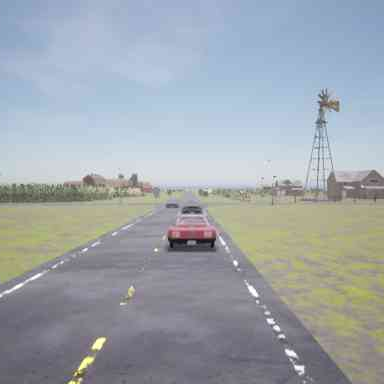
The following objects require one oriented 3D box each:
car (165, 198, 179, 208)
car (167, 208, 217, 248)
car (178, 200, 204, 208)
[{"bbox_3d":[-2.750,1.558,47.655,2.033,1.411,5.357,0,0,0],"label":"car"},{"bbox_3d":[0.000,1.607,14.683,1.895,1.301,4.718,0,0,0],"label":"car"},{"bbox_3d":[0.000,1.494,29.654,1.837,1.490,4.892,0,0,0],"label":"car"}]
